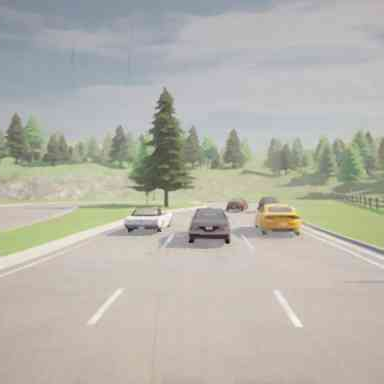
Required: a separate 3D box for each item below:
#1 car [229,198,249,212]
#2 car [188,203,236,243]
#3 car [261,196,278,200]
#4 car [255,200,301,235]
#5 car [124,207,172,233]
[{"bbox_3d":[5.126,1.394,37.150,1.812,1.442,4.674,0,0,18],"label":"car"},{"bbox_3d":[0.855,1.491,15.809,2.033,1.411,5.357,0,0,4],"label":"car"},{"bbox_3d":[8.406,1.225,35.833,2.097,1.767,4.553,0,0,18],"label":"car"},{"bbox_3d":[4.627,1.412,18.434,1.882,1.535,5.008,0,0,6],"label":"car"},{"bbox_3d":[-2.343,1.533,19.185,1.895,1.301,4.718,0,0,6],"label":"car"}]
